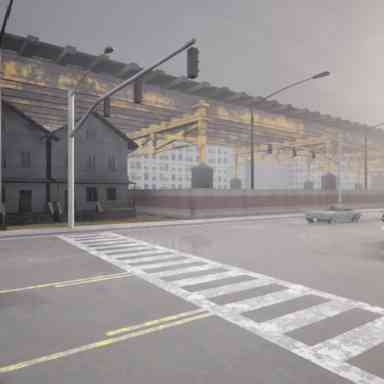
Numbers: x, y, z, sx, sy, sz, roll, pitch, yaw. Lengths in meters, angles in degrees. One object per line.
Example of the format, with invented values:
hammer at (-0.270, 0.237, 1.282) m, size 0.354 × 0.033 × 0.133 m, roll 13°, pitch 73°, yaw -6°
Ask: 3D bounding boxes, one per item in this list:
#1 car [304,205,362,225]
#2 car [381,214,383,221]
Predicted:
car at (10.288, 1.600, 24.205) m, size 4.718 × 1.301 × 1.895 m, roll 0°, pitch 0°, yaw -35°
car at (15.645, 1.547, 23.722) m, size 5.357 × 1.411 × 2.033 m, roll 0°, pitch 0°, yaw -35°
